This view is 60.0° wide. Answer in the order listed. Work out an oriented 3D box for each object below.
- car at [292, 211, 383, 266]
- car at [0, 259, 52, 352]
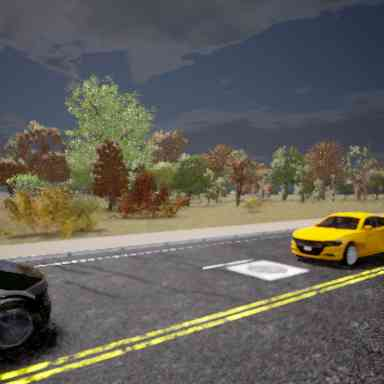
[{"bbox_3d":[5.596,1.473,11.747,5.008,1.535,1.882,0,0,-36],"label":"car"},{"bbox_3d":[-4.236,1.582,4.635,4.181,1.385,1.994,0,0,-36],"label":"car"}]
